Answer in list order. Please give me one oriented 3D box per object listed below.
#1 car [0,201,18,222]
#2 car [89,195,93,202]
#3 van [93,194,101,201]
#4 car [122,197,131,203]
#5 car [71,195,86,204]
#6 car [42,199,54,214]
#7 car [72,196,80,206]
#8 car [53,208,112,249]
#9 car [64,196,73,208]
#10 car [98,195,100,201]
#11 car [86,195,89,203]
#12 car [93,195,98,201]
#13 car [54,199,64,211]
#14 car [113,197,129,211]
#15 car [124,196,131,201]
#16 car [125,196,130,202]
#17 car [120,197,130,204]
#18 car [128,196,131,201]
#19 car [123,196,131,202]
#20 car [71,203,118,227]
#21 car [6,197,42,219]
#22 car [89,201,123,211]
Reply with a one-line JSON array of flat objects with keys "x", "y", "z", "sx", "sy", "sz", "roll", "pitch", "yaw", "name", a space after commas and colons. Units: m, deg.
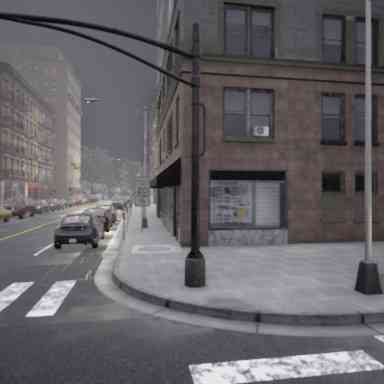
[{"x": -14.567, "y": 1.581, "z": 24.000, "sx": 1.752, "sy": 1.417, "sz": 4.829, "roll": 0, "pitch": 0, "yaw": -9, "name": "car"}, {"x": -21.788, "y": 1.749, "z": 67.430, "sx": 1.802, "sy": 1.307, "sz": 4.206, "roll": 0, "pitch": 0, "yaw": -9, "name": "car"}, {"x": -25.384, "y": 1.566, "z": 89.062, "sx": 1.690, "sy": 1.788, "sz": 3.998, "roll": 0, "pitch": 0, "yaw": -9, "name": "van"}, {"x": -15.666, "y": 1.809, "z": 79.565, "sx": 1.802, "sy": 1.307, "sz": 4.206, "roll": 0, "pitch": 0, "yaw": -9, "name": "car"}, {"x": -19.989, "y": 1.454, "z": 56.616, "sx": 2.192, "sy": 1.841, "sz": 5.009, "roll": 0, "pitch": 0, "yaw": -9, "name": "car"}, {"x": -16.393, "y": 1.524, "z": 34.984, "sx": 1.967, "sy": 1.590, "sz": 4.097, "roll": 0, "pitch": 0, "yaw": -9, "name": "car"}, {"x": -19.091, "y": 1.691, "z": 51.207, "sx": 1.947, "sy": 1.339, "sz": 4.313, "roll": 0, "pitch": 0, "yaw": -9, "name": "car"}, {"x": -4.853, "y": 1.610, "z": 14.677, "sx": 2.008, "sy": 1.369, "sz": 4.403, "roll": 0, "pitch": 0, "yaw": -9, "name": "car"}, {"x": -18.191, "y": 1.662, "z": 45.799, "sx": 2.008, "sy": 1.369, "sz": 4.403, "roll": 0, "pitch": 0, "yaw": -9, "name": "car"}, {"x": -23.586, "y": 1.511, "z": 78.247, "sx": 2.192, "sy": 1.841, "sz": 5.009, "roll": 0, "pitch": 0, "yaw": -9, "name": "car"}, {"x": -20.861, "y": 1.678, "z": 61.855, "sx": 1.752, "sy": 1.417, "sz": 4.829, "roll": 0, "pitch": 0, "yaw": -9, "name": "car"}, {"x": -22.686, "y": 1.497, "z": 72.839, "sx": 2.192, "sy": 1.841, "sz": 5.009, "roll": 0, "pitch": 0, "yaw": -9, "name": "car"}, {"x": -17.292, "y": 1.537, "z": 40.392, "sx": 1.967, "sy": 1.590, "sz": 4.097, "roll": 0, "pitch": 0, "yaw": -9, "name": "car"}, {"x": -9.358, "y": 1.679, "z": 41.713, "sx": 2.008, "sy": 1.369, "sz": 4.403, "roll": 0, "pitch": 0, "yaw": -9, "name": "car"}, {"x": -17.468, "y": 1.822, "z": 90.380, "sx": 1.947, "sy": 1.339, "sz": 4.313, "roll": 0, "pitch": 0, "yaw": -9, "name": "car"}, {"x": -10.259, "y": 1.693, "z": 47.120, "sx": 2.008, "sy": 1.369, "sz": 4.403, "roll": 0, "pitch": 0, "yaw": -9, "name": "car"}, {"x": -13.864, "y": 1.743, "z": 68.750, "sx": 1.887, "sy": 1.381, "sz": 4.507, "roll": 0, "pitch": 0, "yaw": -9, "name": "car"}, {"x": -11.160, "y": 1.596, "z": 52.529, "sx": 1.967, "sy": 1.590, "sz": 4.097, "roll": 0, "pitch": 0, "yaw": -9, "name": "car"}, {"x": -16.567, "y": 1.792, "z": 84.973, "sx": 2.008, "sy": 1.369, "sz": 4.403, "roll": 0, "pitch": 0, "yaw": -9, "name": "car"}, {"x": -5.754, "y": 1.618, "z": 20.084, "sx": 1.887, "sy": 1.381, "sz": 4.507, "roll": 0, "pitch": 0, "yaw": -9, "name": "car"}, {"x": -15.493, "y": 1.385, "z": 29.577, "sx": 2.192, "sy": 1.841, "sz": 5.009, "roll": 0, "pitch": 0, "yaw": -9, "name": "car"}, {"x": -6.655, "y": 1.637, "z": 25.491, "sx": 2.008, "sy": 1.369, "sz": 4.403, "roll": 0, "pitch": 0, "yaw": -9, "name": "car"}]
